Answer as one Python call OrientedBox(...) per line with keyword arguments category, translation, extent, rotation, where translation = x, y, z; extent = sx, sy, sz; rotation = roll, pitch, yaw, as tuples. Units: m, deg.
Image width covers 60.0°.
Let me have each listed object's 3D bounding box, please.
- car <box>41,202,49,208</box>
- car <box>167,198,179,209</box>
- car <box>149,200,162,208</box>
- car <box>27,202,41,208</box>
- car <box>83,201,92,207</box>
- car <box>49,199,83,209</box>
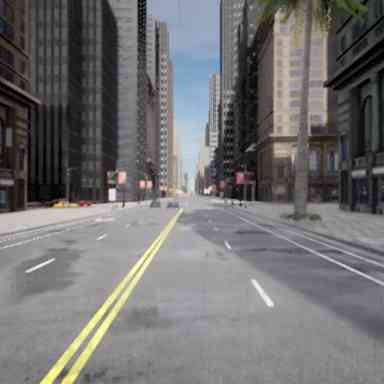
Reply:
OrientedBox(category="car", translation=(-29.086, 2.413, 71.836), extent=(5.009, 1.841, 2.192), rotation=(-1, 0, 0))
OrientedBox(category="car", translation=(-3.250, 2.164, 57.517), extent=(1.994, 1.385, 4.181), rotation=(0, -1, -1))
OrientedBox(category="car", translation=(-6.495, 2.128, 59.676), extent=(1.837, 1.490, 4.892), rotation=(0, -1, -2))
OrientedBox(category="car", translation=(-34.169, 2.749, 71.854), extent=(4.206, 1.307, 1.802), rotation=(-1, 0, 0))
OrientedBox(category="car", translation=(-23.995, 2.574, 71.823), extent=(4.507, 1.381, 1.887), rotation=(-1, 0, 0))
OrientedBox(category="car", translation=(-23.854, 2.501, 63.295), extent=(4.829, 1.417, 1.752), rotation=(-1, 0, 0))
